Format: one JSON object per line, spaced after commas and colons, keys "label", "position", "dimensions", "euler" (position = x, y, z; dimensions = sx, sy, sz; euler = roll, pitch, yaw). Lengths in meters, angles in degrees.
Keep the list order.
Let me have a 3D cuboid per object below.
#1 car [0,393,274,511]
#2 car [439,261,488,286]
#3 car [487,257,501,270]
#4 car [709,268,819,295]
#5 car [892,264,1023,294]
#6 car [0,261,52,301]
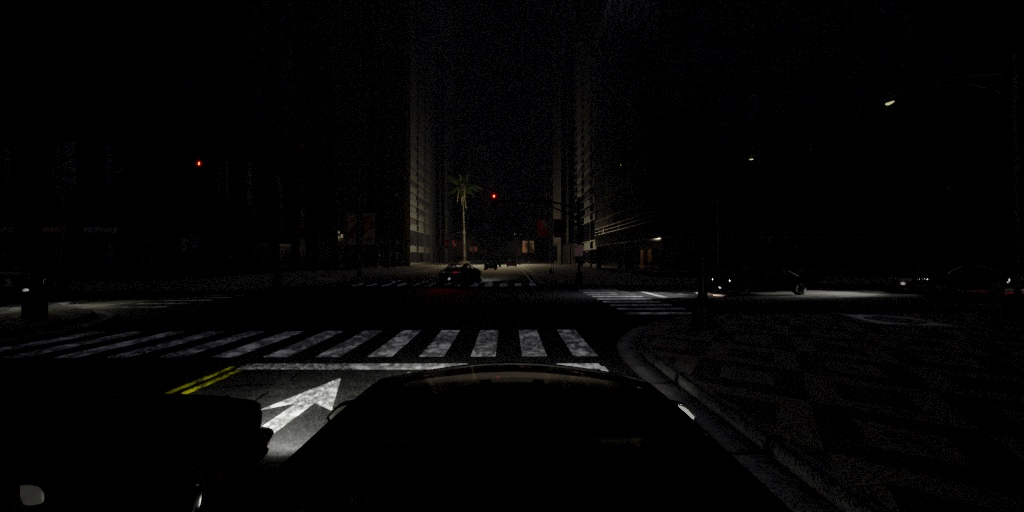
{"label": "car", "position": [-3.176, 1.297, 0.693], "dimensions": [2.033, 1.411, 5.357], "euler": [0, 0, 4]}
{"label": "car", "position": [-3.629, 1.286, 25.810], "dimensions": [2.128, 1.511, 4.902], "euler": [0, 0, 11]}
{"label": "car", "position": [-3.265, 1.387, 56.326], "dimensions": [2.128, 1.511, 4.902], "euler": [0, 0, 0]}
{"label": "car", "position": [12.994, 1.315, 18.719], "dimensions": [4.718, 1.301, 1.895], "euler": [0, 0, -2]}
{"label": "car", "position": [22.999, 1.172, 18.886], "dimensions": [4.902, 1.511, 2.128], "euler": [0, 0, -1]}
{"label": "car", "position": [-22.970, 1.051, 14.933], "dimensions": [5.566, 2.045, 2.150], "euler": [0, 0, 0]}
